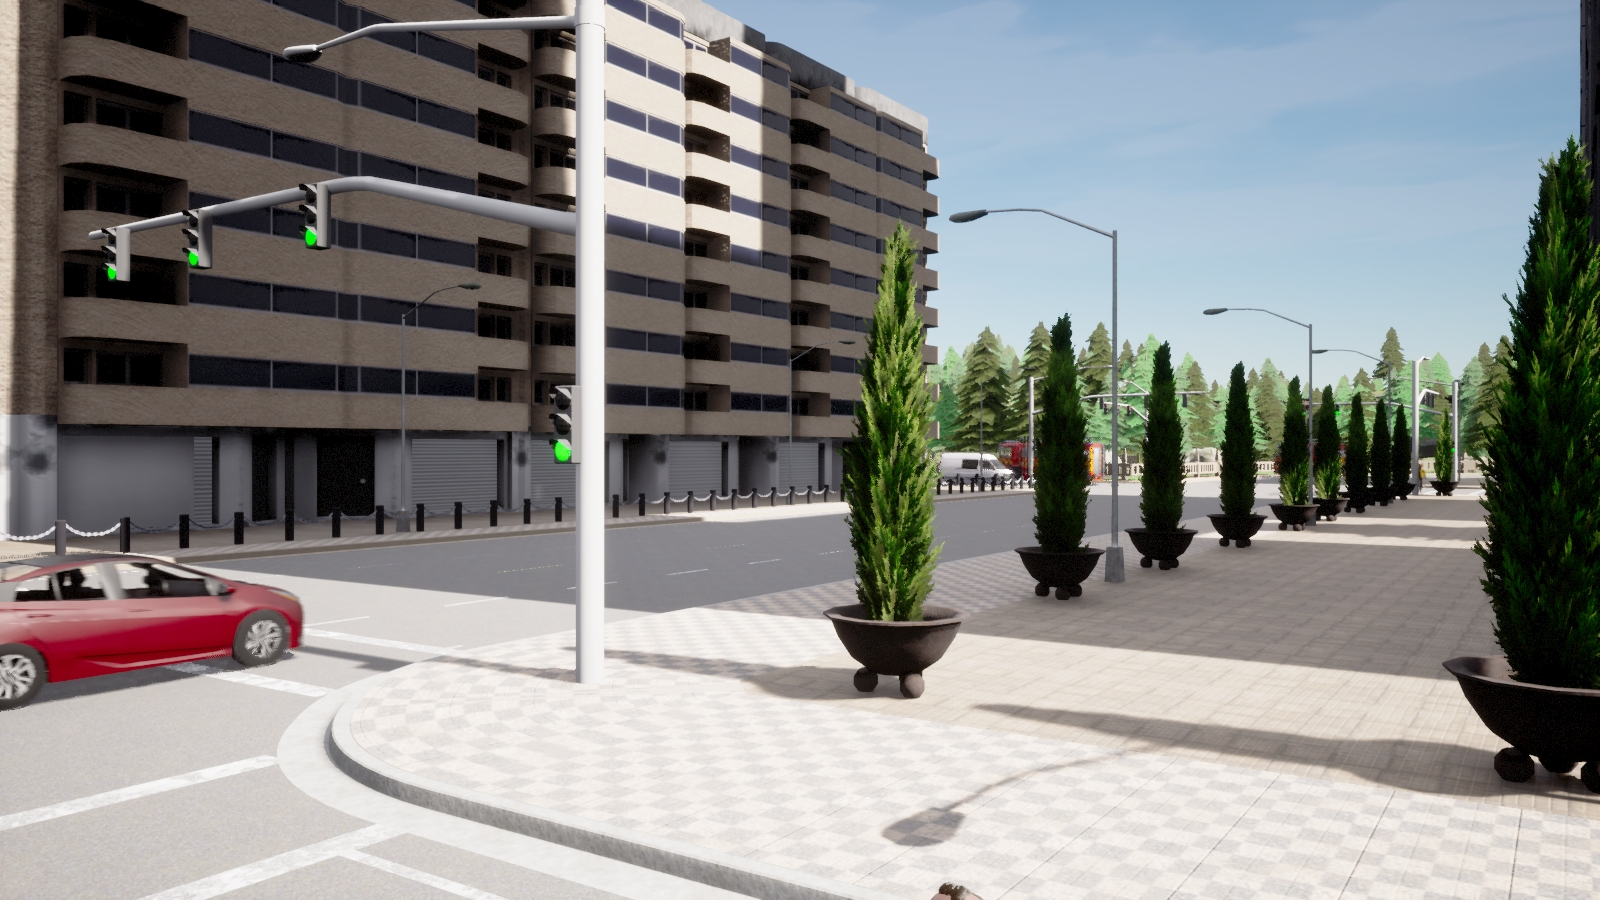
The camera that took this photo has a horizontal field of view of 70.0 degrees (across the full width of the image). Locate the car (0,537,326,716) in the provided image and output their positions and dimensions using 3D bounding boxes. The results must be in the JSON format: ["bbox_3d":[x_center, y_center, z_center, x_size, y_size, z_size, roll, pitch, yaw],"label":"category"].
[{"bbox_3d":[-8.328,2.001,13.735,2.007,1.525,4.514,0,0,33],"label":"car"}]

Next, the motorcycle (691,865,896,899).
[{"bbox_3d":[0.516,2.205,3.364,2.209,1.251,0.867,0,0,34],"label":"motorcycle"}]

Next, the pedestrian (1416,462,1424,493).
[{"bbox_3d":[37.239,1.673,68.651,0.375,1.860,0.375,0,0,38],"label":"pedestrian"}]
